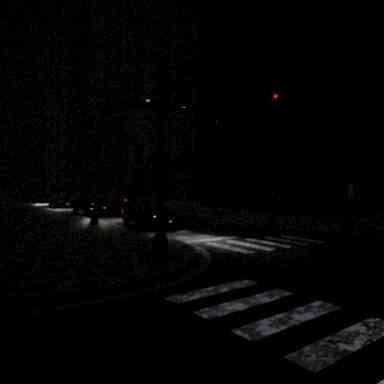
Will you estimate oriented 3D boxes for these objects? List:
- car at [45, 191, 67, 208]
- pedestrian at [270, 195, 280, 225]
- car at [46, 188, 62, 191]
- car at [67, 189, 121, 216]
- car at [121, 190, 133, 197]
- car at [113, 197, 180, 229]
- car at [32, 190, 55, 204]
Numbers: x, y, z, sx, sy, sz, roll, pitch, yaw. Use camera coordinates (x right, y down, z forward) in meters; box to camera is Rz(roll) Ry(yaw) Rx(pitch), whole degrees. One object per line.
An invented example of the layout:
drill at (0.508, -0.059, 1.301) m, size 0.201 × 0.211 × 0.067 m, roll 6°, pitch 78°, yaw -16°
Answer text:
car at (-14.081, 0.929, 35.870) m, size 1.812 × 1.442 × 4.674 m, roll 1°, pitch 1°, yaw -36°
pedestrian at (4.933, 1.047, 19.986) m, size 0.375 × 1.860 × 0.375 m, roll 2°, pitch -1°, yaw -36°
car at (-21.761, 0.339, 52.096) m, size 2.150 × 2.045 × 5.566 m, roll 1°, pitch 1°, yaw -36°
car at (-8.287, 0.809, 27.756) m, size 2.150 × 2.045 × 5.566 m, roll 1°, pitch 1°, yaw -35°
car at (-7.614, 0.774, 32.320) m, size 2.150 × 2.045 × 5.566 m, roll 1°, pitch 1°, yaw -36°
car at (-2.562, 1.264, 19.743) m, size 2.128 × 1.511 × 4.902 m, roll 1°, pitch 1°, yaw -36°
car at (-19.883, 0.787, 44.048) m, size 1.994 × 1.385 × 4.181 m, roll 1°, pitch 1°, yaw -35°
